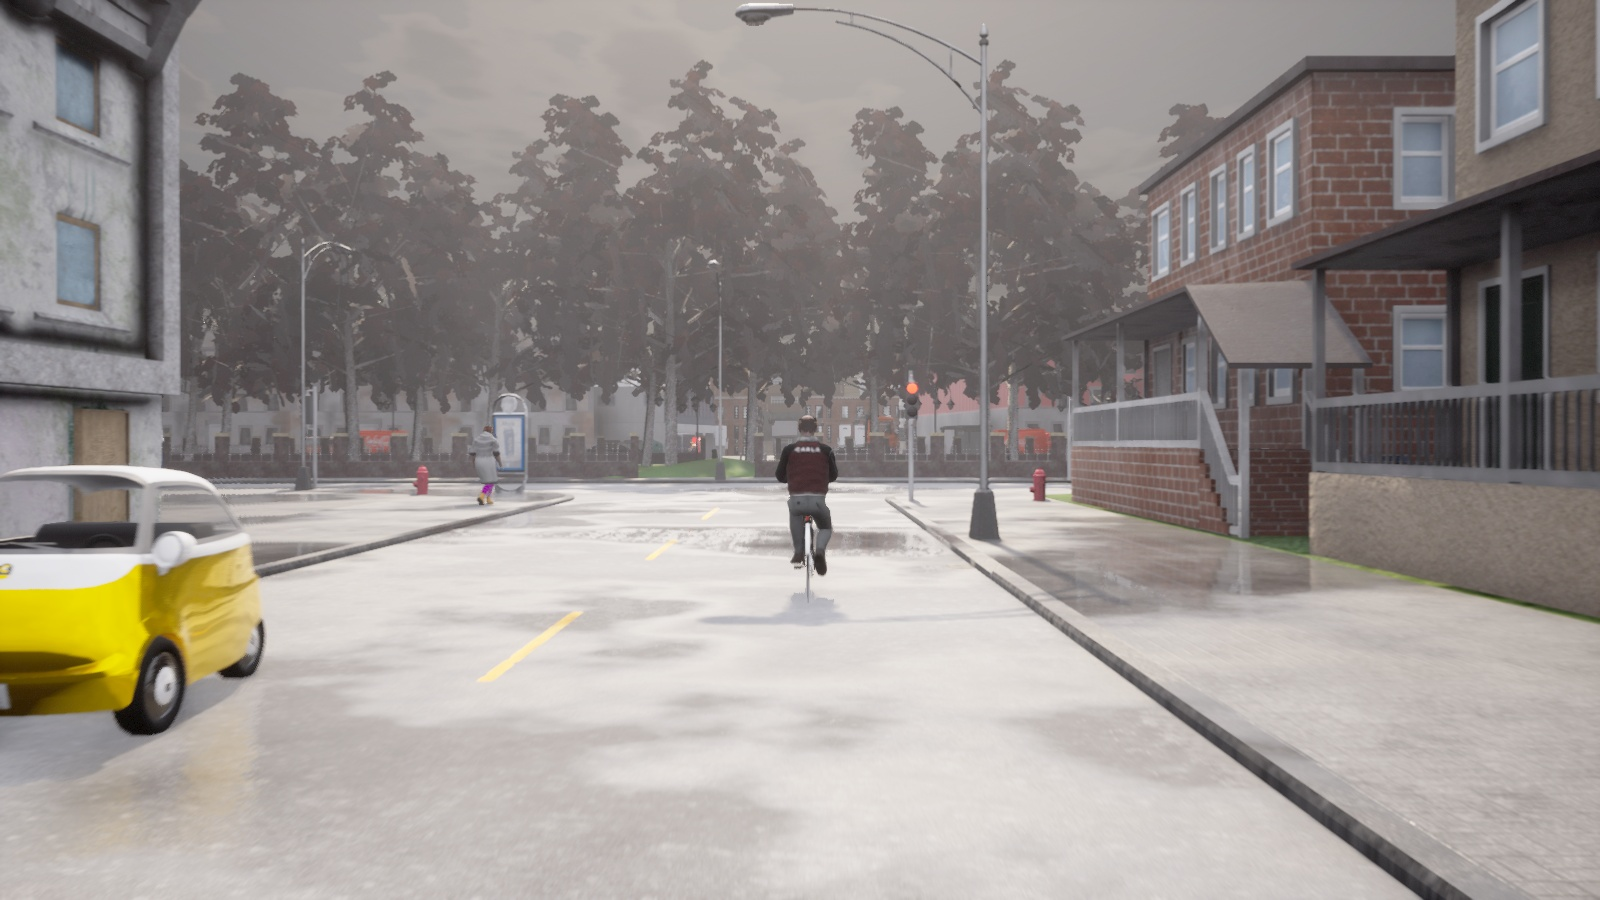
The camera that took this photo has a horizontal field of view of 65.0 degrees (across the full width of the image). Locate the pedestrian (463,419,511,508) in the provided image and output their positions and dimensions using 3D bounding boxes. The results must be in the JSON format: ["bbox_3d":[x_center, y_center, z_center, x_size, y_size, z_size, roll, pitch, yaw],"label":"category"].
[{"bbox_3d":[-7.034,0.291,28.264,0.659,1.952,0.873,0,0,23],"label":"pedestrian"}]

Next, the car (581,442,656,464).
[{"bbox_3d":[-12.931,0.209,89.655,5.008,1.535,1.882,0,0,0],"label":"car"}]

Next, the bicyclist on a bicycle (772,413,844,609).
[{"bbox_3d":[0.078,0.548,12.291,0.659,1.776,1.843,0,1,0],"label":"bicyclist on a bicycle"}]

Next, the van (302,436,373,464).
[{"bbox_3d":[-33.018,-0.033,89.720,4.442,1.987,1.775,0,0,0],"label":"van"}]

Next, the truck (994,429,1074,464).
[{"bbox_3d":[16.613,-0.233,89.520,5.204,2.467,2.627,0,0,0],"label":"truck"}]

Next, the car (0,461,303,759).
[{"bbox_3d":[-3.948,0.759,6.988,1.481,1.376,2.207,0,0,0],"label":"car"}]

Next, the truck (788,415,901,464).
[{"bbox_3d":[3.104,-0.738,89.576,7.936,3.462,2.891,0,0,0],"label":"truck"}]

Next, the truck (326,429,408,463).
[{"bbox_3d":[-32.286,-0.294,93.716,5.204,2.467,2.627,0,0,0],"label":"truck"}]
